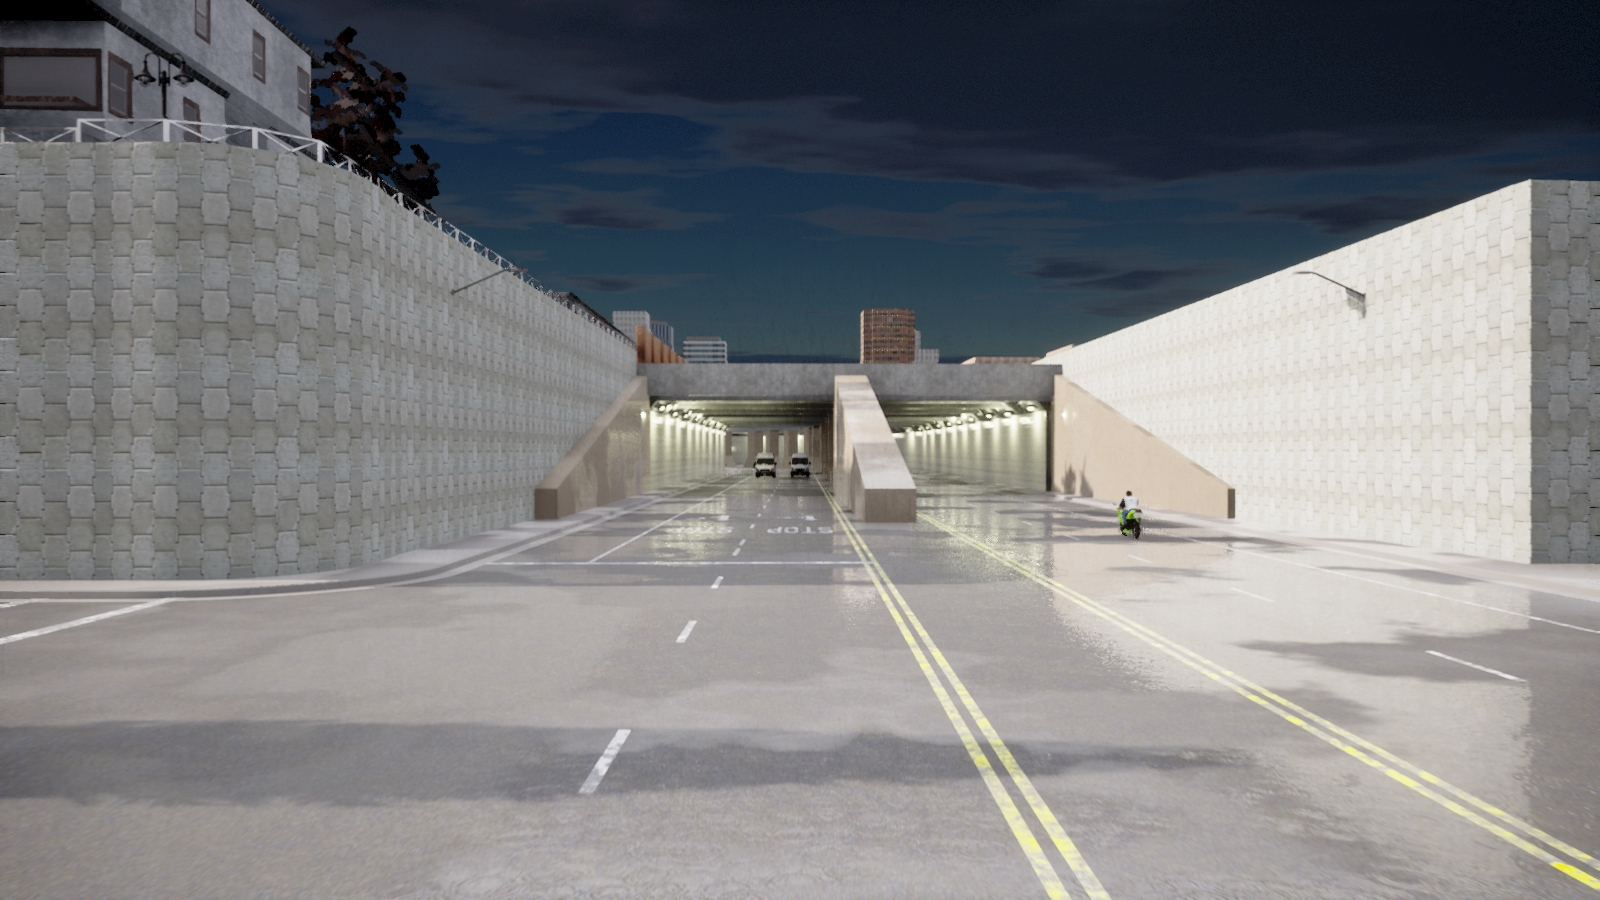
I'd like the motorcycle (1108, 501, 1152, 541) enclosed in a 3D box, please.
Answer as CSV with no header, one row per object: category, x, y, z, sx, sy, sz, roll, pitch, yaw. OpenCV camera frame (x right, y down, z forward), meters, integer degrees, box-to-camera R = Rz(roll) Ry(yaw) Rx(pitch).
motorcycle,10.481,2.231,36.378,0.803,1.145,2.033,0,0,0
